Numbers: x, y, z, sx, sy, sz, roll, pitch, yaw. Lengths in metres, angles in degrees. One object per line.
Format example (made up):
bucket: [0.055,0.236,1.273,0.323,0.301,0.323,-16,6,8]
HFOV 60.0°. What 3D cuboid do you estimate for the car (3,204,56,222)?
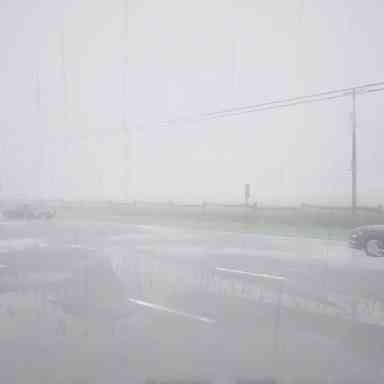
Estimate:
car: [-12.818,1.601,25.988,4.718,1.301,1.895,0,0,35]

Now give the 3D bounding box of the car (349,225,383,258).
car: [7.957,1.507,11.160,4.892,1.490,1.837,1,0,36]
